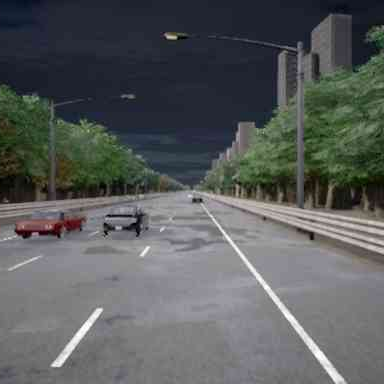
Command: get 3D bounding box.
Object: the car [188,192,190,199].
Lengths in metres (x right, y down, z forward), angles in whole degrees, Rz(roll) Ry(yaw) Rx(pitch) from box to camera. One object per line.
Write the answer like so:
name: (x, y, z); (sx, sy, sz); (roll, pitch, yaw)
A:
car: (-0.046, 0.987, 95.094); (2.150, 2.045, 5.566); (0, 0, 0)

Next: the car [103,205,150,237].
car: (-3.409, 1.460, 17.891); (2.128, 1.511, 4.902); (0, 0, 0)

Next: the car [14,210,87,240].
car: (-6.908, 1.572, 16.900); (1.895, 1.301, 4.718); (0, 0, 0)

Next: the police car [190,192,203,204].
police car: (1.021, 1.290, 60.246); (1.930, 1.638, 5.238); (0, 0, 0)
